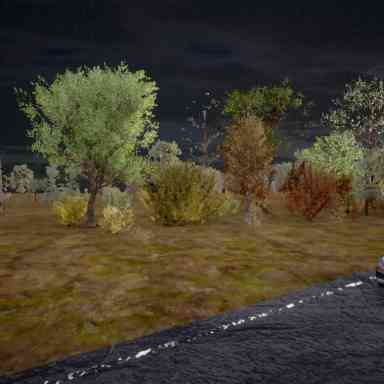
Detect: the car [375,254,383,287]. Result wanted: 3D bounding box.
[{"bbox_3d":[6.280,1.525,8.093,4.674,1.442,1.812,0,0,-38],"label":"car"}]
